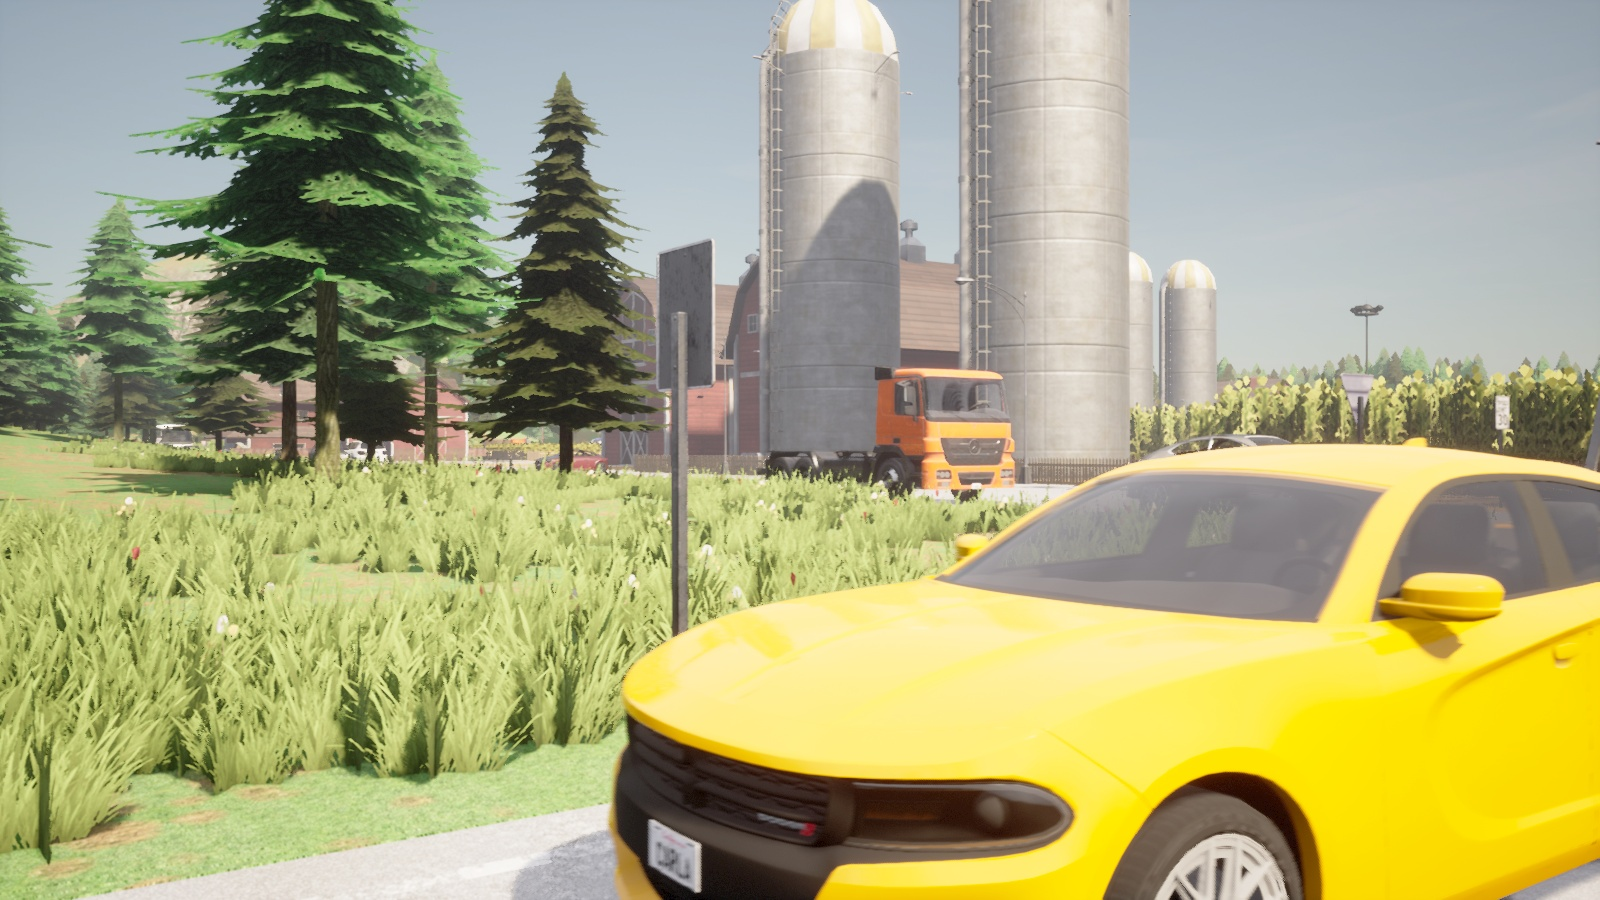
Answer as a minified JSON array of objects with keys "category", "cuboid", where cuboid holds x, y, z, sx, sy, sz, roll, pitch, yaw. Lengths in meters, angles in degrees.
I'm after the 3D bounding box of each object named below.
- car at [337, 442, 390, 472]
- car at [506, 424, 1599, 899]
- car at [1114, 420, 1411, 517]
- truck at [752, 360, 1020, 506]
[{"category":"car","cuboid":[-30.557,0.482,87.777,2.150,2.045,5.566,0,0,-34]},{"category":"car","cuboid":[1.708,0.711,4.463,5.008,1.535,1.882,0,0,-34]},{"category":"car","cuboid":[8.683,0.323,24.056,2.152,1.651,5.027,0,0,-34]},{"category":"truck","cuboid":[2.042,-0.400,33.782,2.891,3.462,7.936,0,0,-34]}]
